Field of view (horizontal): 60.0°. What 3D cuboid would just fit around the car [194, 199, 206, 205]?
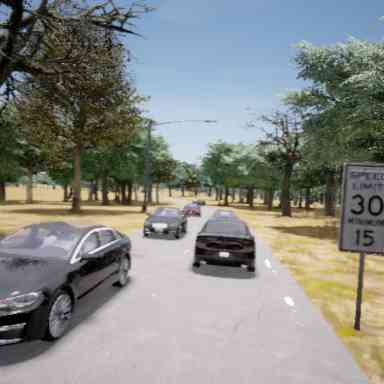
[{"bbox_3d":[2.175,2.452,81.044,1.994,1.385,4.181,3,-1,-5],"label":"car"}]

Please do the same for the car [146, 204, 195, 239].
[{"bbox_3d":[-1.304,1.557,18.075,2.128,1.511,4.902,4,-1,5],"label":"car"}]

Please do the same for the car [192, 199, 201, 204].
[{"bbox_3d":[1.229,2.542,90.971,1.895,1.301,4.718,3,-1,-7],"label":"car"}]

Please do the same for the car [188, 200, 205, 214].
[{"bbox_3d":[0.024,1.954,36.766,1.994,1.385,4.181,4,-1,3],"label":"car"}]

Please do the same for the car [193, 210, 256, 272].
[{"bbox_3d":[1.183,1.643,11.765,1.882,1.535,5.008,4,-1,6],"label":"car"}]

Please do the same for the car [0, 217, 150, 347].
[{"bbox_3d":[-2.584,1.362,6.418,2.128,1.511,4.902,4,0,7],"label":"car"}]
